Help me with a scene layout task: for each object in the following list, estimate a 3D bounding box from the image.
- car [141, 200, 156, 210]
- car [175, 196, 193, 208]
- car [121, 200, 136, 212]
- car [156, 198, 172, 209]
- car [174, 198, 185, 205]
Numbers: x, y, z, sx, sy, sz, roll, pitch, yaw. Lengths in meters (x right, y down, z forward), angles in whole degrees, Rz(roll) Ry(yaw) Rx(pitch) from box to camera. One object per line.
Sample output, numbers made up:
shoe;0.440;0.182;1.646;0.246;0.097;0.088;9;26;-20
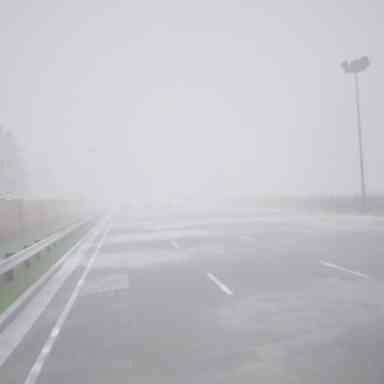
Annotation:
car;-8.227;2.596;60.517;1.895;1.301;4.718;-3;0;-12
car;-1.393;1.831;61.881;2.150;2.045;5.566;-3;0;-12
car;-11.499;2.720;59.083;2.033;1.411;5.357;-3;0;-12
car;-4.889;2.288;61.599;1.882;1.535;5.008;-3;0;-12
car;-3.272;2.467;87.927;2.128;1.511;4.902;-3;0;-12
